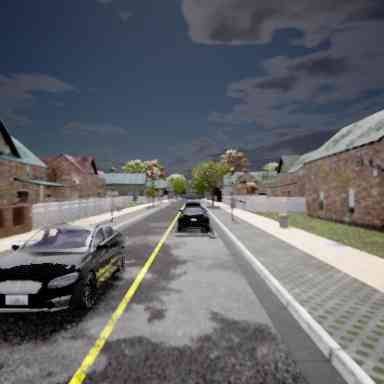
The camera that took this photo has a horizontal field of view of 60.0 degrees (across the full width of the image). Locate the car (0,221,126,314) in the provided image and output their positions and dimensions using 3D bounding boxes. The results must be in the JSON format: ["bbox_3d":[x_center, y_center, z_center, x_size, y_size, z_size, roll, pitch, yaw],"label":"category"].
[{"bbox_3d":[-2.841,1.496,7.860,2.128,1.511,4.902,0,0,0],"label":"car"}]

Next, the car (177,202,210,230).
[{"bbox_3d":[0.105,1.591,21.386,1.994,1.385,4.181,0,0,0],"label":"car"}]

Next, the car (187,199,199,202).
[{"bbox_3d":[0.110,1.585,39.193,1.837,1.490,4.892,0,0,0],"label":"car"}]
